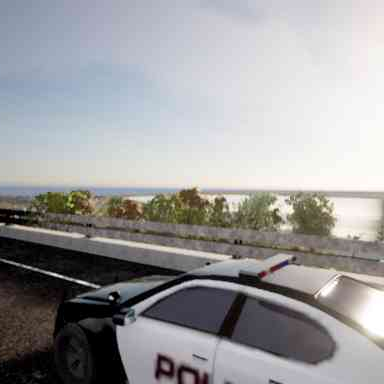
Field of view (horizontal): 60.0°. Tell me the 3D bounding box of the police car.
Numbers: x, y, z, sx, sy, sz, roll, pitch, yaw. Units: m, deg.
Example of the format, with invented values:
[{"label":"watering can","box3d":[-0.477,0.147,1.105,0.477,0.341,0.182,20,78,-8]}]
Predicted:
[{"label":"police car","box3d":[0.455,1.485,3.554,4.974,1.542,2.038,1,0,36]}]
